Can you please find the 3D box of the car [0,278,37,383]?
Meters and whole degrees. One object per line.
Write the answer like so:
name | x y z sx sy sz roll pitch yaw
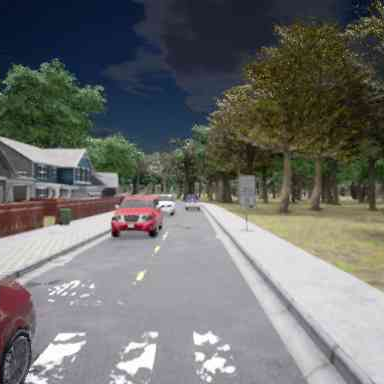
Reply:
car | -2.853 1.526 2.442 1.812 1.442 4.674 0 0 0

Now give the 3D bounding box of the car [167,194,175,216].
car | -2.854 1.273 33.439 2.150 2.045 5.566 0 0 0

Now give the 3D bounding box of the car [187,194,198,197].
car | 0.002 1.336 55.028 2.150 2.045 5.566 0 0 -2

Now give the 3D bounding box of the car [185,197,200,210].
car | 0.087 1.685 43.666 1.895 1.301 4.718 0 0 0

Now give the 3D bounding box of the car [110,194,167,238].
car | -2.845 1.248 18.266 2.150 2.045 5.566 0 0 0
